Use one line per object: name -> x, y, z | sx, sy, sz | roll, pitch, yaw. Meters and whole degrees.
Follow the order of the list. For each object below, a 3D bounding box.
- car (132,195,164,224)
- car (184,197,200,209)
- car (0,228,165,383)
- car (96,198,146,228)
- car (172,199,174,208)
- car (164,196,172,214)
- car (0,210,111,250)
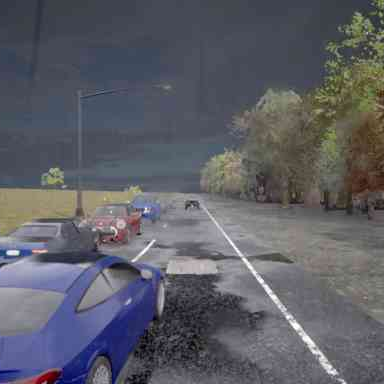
car -> -3.623, 1.223, 25.251 | 2.150, 2.045, 5.566 | 0, 0, -1
car -> 0.027, 1.501, 44.337 | 1.837, 1.490, 4.892 | 0, 0, 0
car -> -1.615, 1.526, 4.451 | 1.812, 1.442, 4.674 | 0, 0, 6
car -> -3.690, 1.354, 15.600 | 2.097, 1.767, 4.553 | 0, 0, 1
car -> -3.627, 1.347, 45.262 | 2.097, 1.767, 4.553 | 0, 0, 0
car -> -3.620, 1.351, 35.256 | 2.097, 1.767, 4.553 | 0, 0, 0
car -> -4.407, 1.550, 10.742 | 2.033, 1.411, 5.357 | 0, 0, 0
